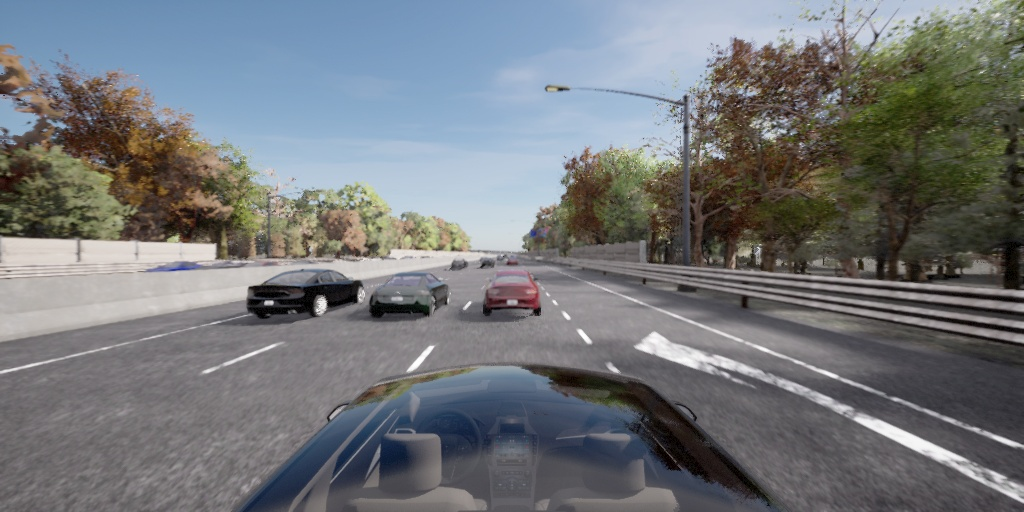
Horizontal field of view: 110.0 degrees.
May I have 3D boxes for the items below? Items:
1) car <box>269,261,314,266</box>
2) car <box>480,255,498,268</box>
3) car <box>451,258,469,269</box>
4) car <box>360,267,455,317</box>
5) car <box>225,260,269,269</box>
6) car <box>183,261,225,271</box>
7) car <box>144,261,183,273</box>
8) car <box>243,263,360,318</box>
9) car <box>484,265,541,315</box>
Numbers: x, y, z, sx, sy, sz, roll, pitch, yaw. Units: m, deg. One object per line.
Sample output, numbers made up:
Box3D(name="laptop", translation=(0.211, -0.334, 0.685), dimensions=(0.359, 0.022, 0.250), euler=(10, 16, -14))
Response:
Box3D(name="car", translation=(-17.542, 1.158, 29.856), dimensions=(1.812, 1.442, 4.674), euler=(0, 0, 0))
Box3D(name="car", translation=(-3.429, 0.977, 52.380), dimensions=(1.837, 1.490, 4.892), euler=(0, 0, 0))
Box3D(name="car", translation=(-6.936, 0.995, 48.016), dimensions=(2.128, 1.511, 4.902), euler=(0, 0, 0))
Box3D(name="car", translation=(-3.486, 1.259, 12.889), dimensions=(1.994, 1.385, 4.181), euler=(0, 0, 0))
Box3D(name="car", translation=(-21.038, 1.165, 29.979), dimensions=(1.812, 1.442, 4.674), euler=(0, 0, 0))
Box3D(name="car", translation=(-24.534, 1.138, 30.589), dimensions=(2.128, 1.511, 4.902), euler=(0, 0, 0))
Box3D(name="car", translation=(-28.035, 1.181, 30.109), dimensions=(1.812, 1.442, 4.674), euler=(0, 0, 0))
Box3D(name="car", translation=(-6.984, 1.182, 12.783), dimensions=(1.882, 1.535, 5.008), euler=(0, 0, 0))
Box3D(name="car", translation=(0.013, 1.212, 13.021), dimensions=(1.812, 1.442, 4.674), euler=(0, 0, 0))
